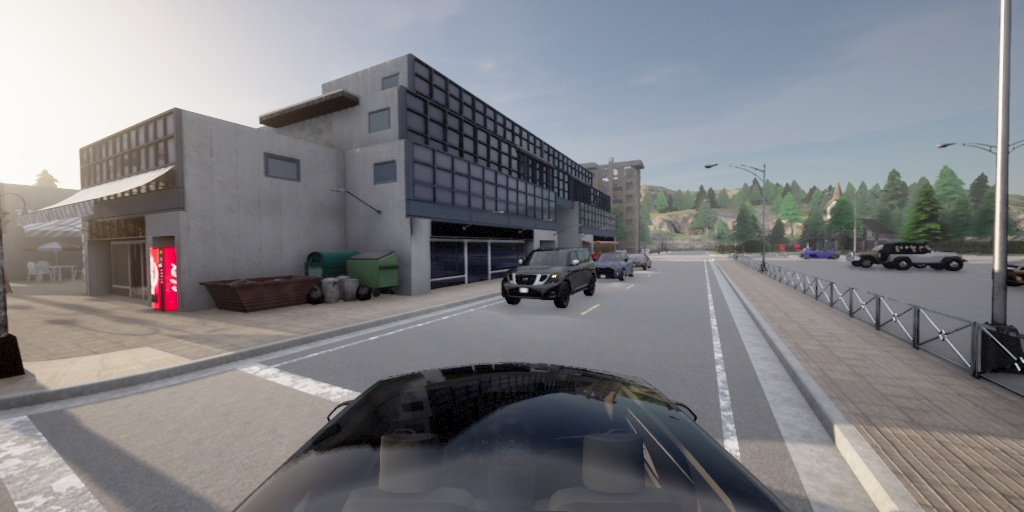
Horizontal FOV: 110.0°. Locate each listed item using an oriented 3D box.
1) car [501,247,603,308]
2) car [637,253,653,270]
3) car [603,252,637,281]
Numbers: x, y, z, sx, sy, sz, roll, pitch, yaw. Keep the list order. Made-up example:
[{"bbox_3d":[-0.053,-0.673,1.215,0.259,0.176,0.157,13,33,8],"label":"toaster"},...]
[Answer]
[{"bbox_3d":[1.677,0.682,13.997,2.150,2.045,5.566,0,1,28],"label":"car"},{"bbox_3d":[11.114,0.438,31.708,1.812,1.442,4.674,0,2,28],"label":"car"},{"bbox_3d":[6.300,0.543,22.679,2.097,1.767,4.553,0,2,28],"label":"car"}]
